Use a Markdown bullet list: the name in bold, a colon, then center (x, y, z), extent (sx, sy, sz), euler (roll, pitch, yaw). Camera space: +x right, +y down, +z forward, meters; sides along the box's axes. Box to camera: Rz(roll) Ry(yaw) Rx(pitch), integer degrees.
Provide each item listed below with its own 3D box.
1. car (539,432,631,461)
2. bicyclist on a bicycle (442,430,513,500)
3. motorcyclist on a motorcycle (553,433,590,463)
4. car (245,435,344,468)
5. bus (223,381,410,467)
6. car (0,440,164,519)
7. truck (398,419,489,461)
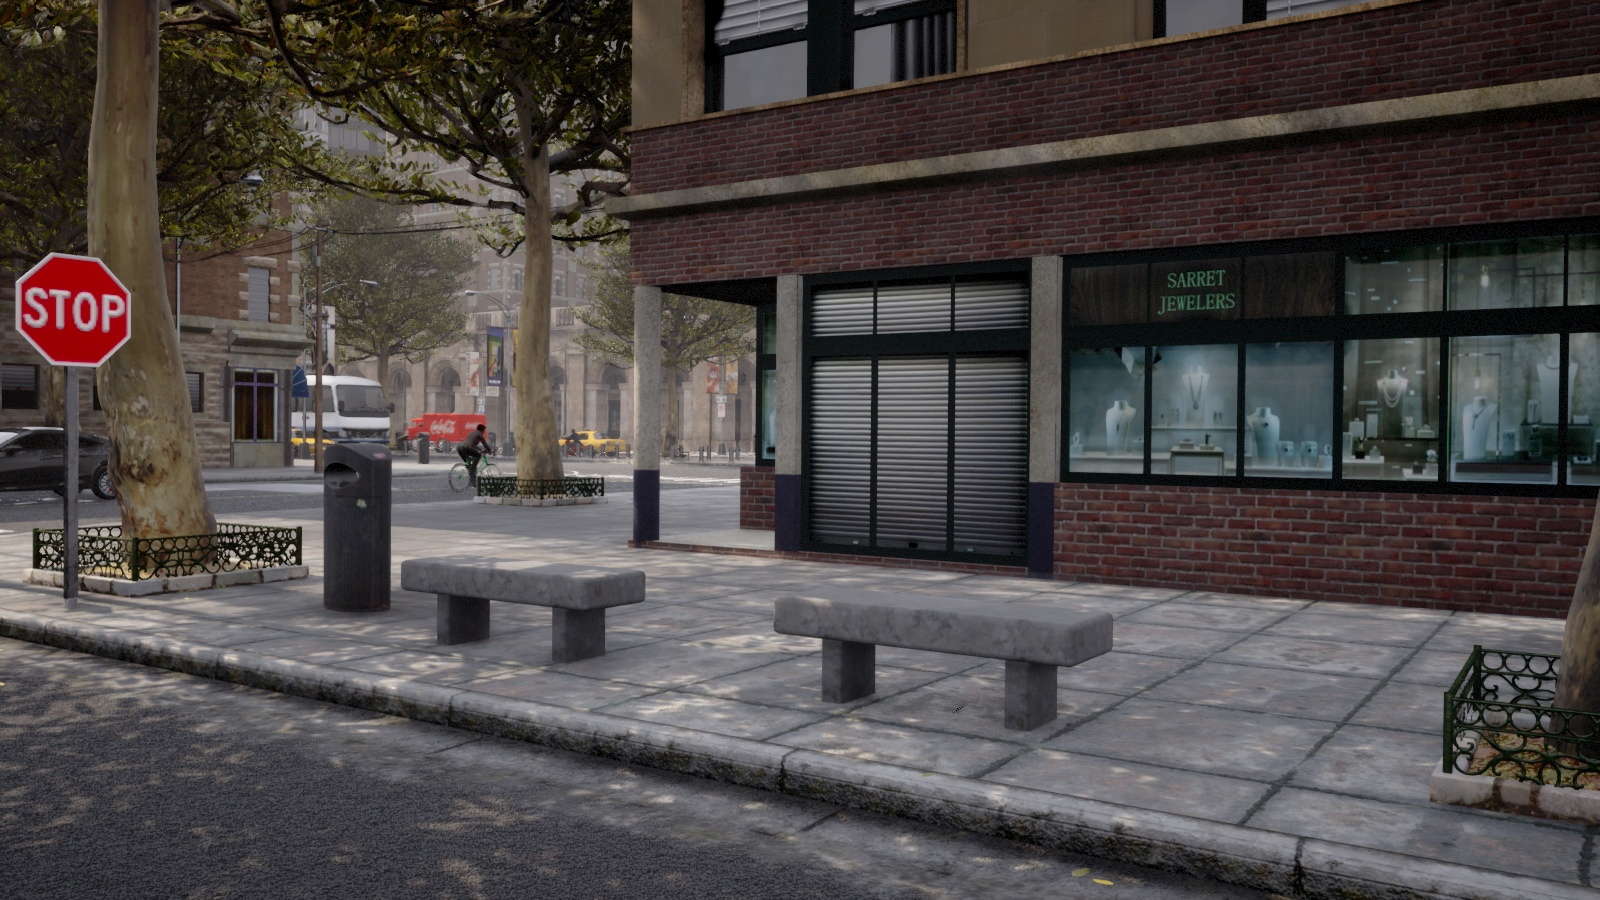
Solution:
- **car**: center (-12.217, -0.192, 71.142), extent (5.366, 1.575, 1.801), euler (0, 1, 34)
- **bicyclist on a bicycle**: center (-7.695, 0.343, 30.024), extent (0.582, 1.620, 1.656), euler (0, 1, 33)
- **motorcyclist on a motorcycle**: center (-12.164, -0.120, 66.905), extent (1.817, 1.590, 0.866), euler (0, 1, 34)
- **car**: center (-24.779, 0.054, 61.484), extent (5.366, 1.575, 1.801), euler (0, 1, 34)
- **bus**: center (-25.598, -1.319, 66.206), extent (10.273, 4.253, 3.944), euler (0, 1, 34)
- **car**: center (-15.292, 0.558, 24.681), extent (1.812, 1.442, 4.674), euler (0, 1, 33)
- **truck**: center (-22.060, -0.618, 77.679), extent (5.204, 2.467, 2.627), euler (0, 1, 34)
